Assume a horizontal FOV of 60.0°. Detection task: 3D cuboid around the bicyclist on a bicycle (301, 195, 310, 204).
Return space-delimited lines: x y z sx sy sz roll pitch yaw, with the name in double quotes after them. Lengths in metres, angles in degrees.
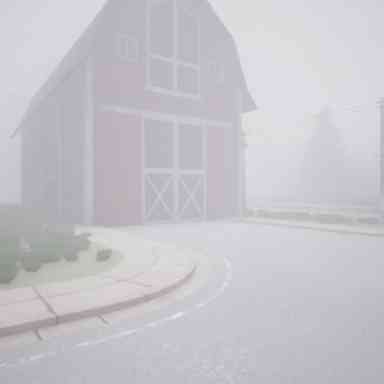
13.989 1.131 40.639 1.656 1.620 0.582 45 -25 -24 "bicyclist on a bicycle"
